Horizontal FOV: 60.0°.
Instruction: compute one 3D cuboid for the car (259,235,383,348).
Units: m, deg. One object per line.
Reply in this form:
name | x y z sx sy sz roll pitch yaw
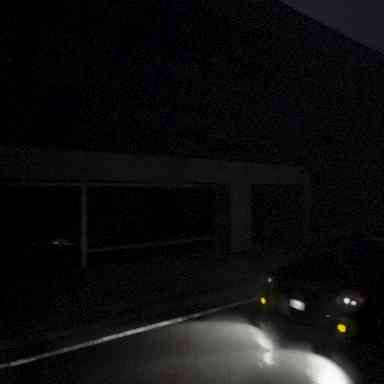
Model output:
car | 3.249 1.560 6.310 4.181 1.385 1.994 0 0 -36
